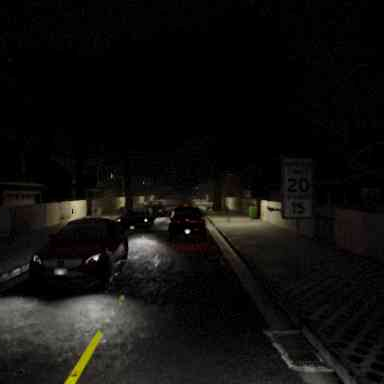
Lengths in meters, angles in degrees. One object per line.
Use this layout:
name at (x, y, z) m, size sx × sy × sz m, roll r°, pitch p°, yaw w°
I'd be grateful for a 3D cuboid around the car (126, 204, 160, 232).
car at (-3.252, 1.607, 20.105) m, size 1.895 × 1.301 × 4.718 m, roll 0°, pitch 0°, yaw -1°

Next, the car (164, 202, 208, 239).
car at (-0.254, 1.498, 17.215) m, size 1.837 × 1.490 × 4.892 m, roll 0°, pitch 0°, yaw -1°

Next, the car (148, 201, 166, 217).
car at (-3.454, 1.554, 31.511) m, size 2.033 × 1.411 × 5.357 m, roll 0°, pitch 0°, yaw -1°

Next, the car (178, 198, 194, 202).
car at (-0.812, 1.476, 43.439) m, size 1.882 × 1.535 × 5.008 m, roll 0°, pitch 0°, yaw -1°

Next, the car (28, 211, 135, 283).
car at (-3.032, 1.535, 9.849) m, size 1.812 × 1.442 × 4.674 m, roll 0°, pitch 0°, yaw -1°
